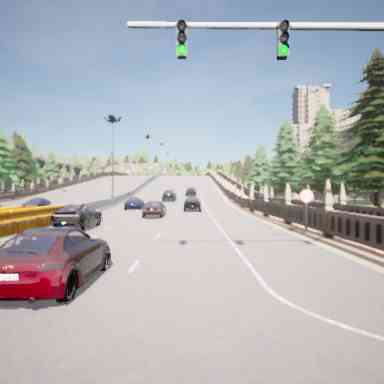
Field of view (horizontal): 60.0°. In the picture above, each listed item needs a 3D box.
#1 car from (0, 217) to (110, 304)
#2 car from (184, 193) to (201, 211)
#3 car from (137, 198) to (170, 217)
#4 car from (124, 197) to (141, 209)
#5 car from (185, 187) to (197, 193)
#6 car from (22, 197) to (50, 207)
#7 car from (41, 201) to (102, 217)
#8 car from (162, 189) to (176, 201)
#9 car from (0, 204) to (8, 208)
[{"bbox_3d":[-3.400,1.556,8.203,1.994,1.385,4.181,0,0,0],"label":"car"},{"bbox_3d":[0.032,1.294,38.919,1.882,1.535,5.008,0,2,0],"label":"car"},{"bbox_3d":[-3.425,1.515,30.604,2.033,1.411,5.357,0,0,0],"label":"car"},{"bbox_3d":[-6.978,1.313,40.688,1.994,1.385,4.181,0,2,0],"label":"car"},{"bbox_3d":[-0.176,-0.108,58.625,1.837,1.490,4.892,0,6,0],"label":"car"},{"bbox_3d":[-17.562,1.373,37.786,1.812,1.442,4.674,0,2,0],"label":"car"},{"bbox_3d":[-6.900,1.471,20.304,2.128,1.511,4.902,0,0,0],"label":"car"},{"bbox_3d":[-3.581,0.329,52.634,2.097,1.767,4.553,0,5,0],"label":"car"},{"bbox_3d":[-17.510,1.520,27.843,2.033,1.411,5.357,0,0,0],"label":"car"}]
